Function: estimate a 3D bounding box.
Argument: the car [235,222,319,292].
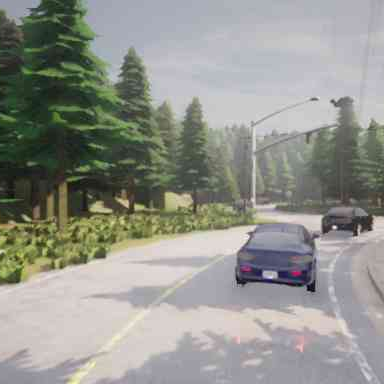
[{"bbox_3d":[2.421,1.554,9.073,1.812,1.442,4.674,0,0,20],"label":"car"}]

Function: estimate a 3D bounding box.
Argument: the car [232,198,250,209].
[{"bbox_3d":[7.410,1.685,50.304,1.812,1.442,4.674,0,0,20],"label":"car"}]

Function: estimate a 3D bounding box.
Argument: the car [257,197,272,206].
[{"bbox_3d":[12.449,1.688,59.338,2.128,1.511,4.902,0,0,40],"label":"car"}]

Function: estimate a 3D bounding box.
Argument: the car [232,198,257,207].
[{"bbox_3d":[6.110,1.639,40.478,1.837,1.490,4.892,0,0,-2],"label":"car"}]

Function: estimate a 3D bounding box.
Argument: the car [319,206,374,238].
[{"bbox_3d":[8.919,1.578,18.939,1.837,1.490,4.892,0,0,41],"label":"car"}]
